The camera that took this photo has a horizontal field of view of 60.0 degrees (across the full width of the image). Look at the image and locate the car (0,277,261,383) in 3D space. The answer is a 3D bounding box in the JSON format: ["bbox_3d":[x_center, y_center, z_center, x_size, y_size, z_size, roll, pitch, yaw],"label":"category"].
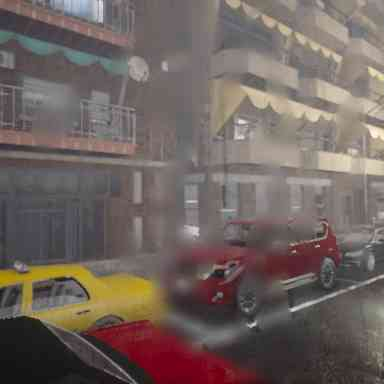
[{"bbox_3d":[-1.779,1.679,1.899,4.718,1.301,1.895,1,-2,-39],"label":"car"}]

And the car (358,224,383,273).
[{"bbox_3d":[6.016,1.854,11.705,4.403,1.369,2.008,1,-3,-40],"label":"car"}]

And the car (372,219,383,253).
[{"bbox_3d":[10.279,1.925,15.222,4.403,1.369,2.008,1,-3,-40],"label":"car"}]

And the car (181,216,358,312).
[{"bbox_3d":[1.750,1.549,8.196,5.009,1.841,2.192,1,-3,-40],"label":"car"}]

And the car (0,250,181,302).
[{"bbox_3d":[-2.640,1.688,4.564,4.829,1.417,1.752,1,-3,-40],"label":"car"}]
